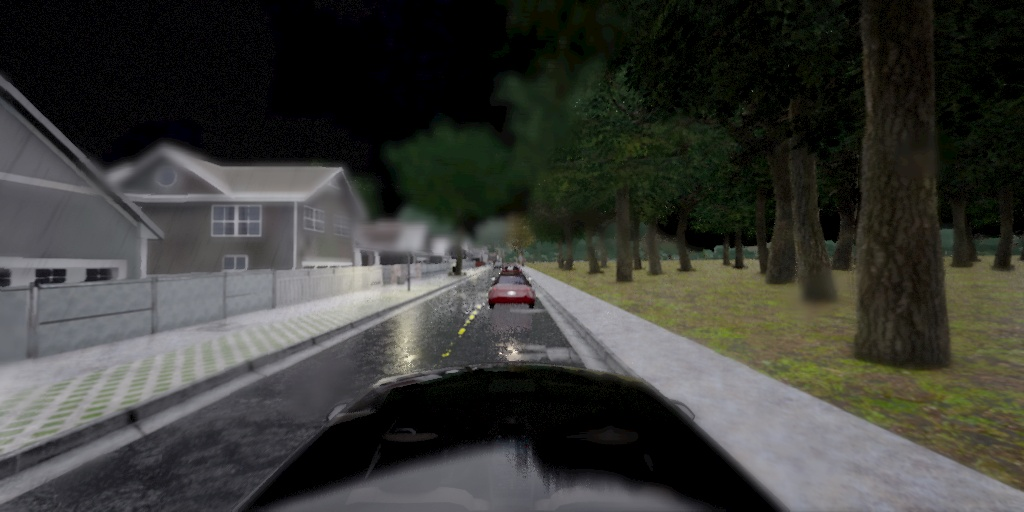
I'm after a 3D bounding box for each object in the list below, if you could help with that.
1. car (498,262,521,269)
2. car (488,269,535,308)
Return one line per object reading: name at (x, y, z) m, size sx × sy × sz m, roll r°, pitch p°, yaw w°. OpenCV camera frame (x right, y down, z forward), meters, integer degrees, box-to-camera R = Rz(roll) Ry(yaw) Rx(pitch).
car at (-0.015, 1.518, 31.338) m, size 1.882 × 1.535 × 5.008 m, roll 0°, pitch 0°, yaw 0°
car at (-0.007, 1.450, 16.155) m, size 1.994 × 1.385 × 4.181 m, roll 0°, pitch -1°, yaw 0°
